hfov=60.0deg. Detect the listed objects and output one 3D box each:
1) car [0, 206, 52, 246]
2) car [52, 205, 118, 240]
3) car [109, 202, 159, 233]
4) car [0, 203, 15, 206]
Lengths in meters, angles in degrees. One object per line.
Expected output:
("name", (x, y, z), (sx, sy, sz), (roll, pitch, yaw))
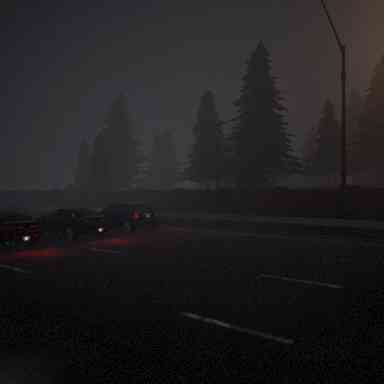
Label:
("car", (-8.276, 1.514, 14.072), (4.892, 1.490, 1.837), (0, 0, 36))
("car", (-6.244, 1.514, 16.921), (4.892, 1.490, 1.837), (0, 0, 36))
("car", (-4.187, 1.363, 19.753), (4.553, 1.767, 2.097), (0, 0, 36))
("car", (-16.447, 1.614, 28.498), (4.718, 1.301, 1.895), (0, 0, 36))
